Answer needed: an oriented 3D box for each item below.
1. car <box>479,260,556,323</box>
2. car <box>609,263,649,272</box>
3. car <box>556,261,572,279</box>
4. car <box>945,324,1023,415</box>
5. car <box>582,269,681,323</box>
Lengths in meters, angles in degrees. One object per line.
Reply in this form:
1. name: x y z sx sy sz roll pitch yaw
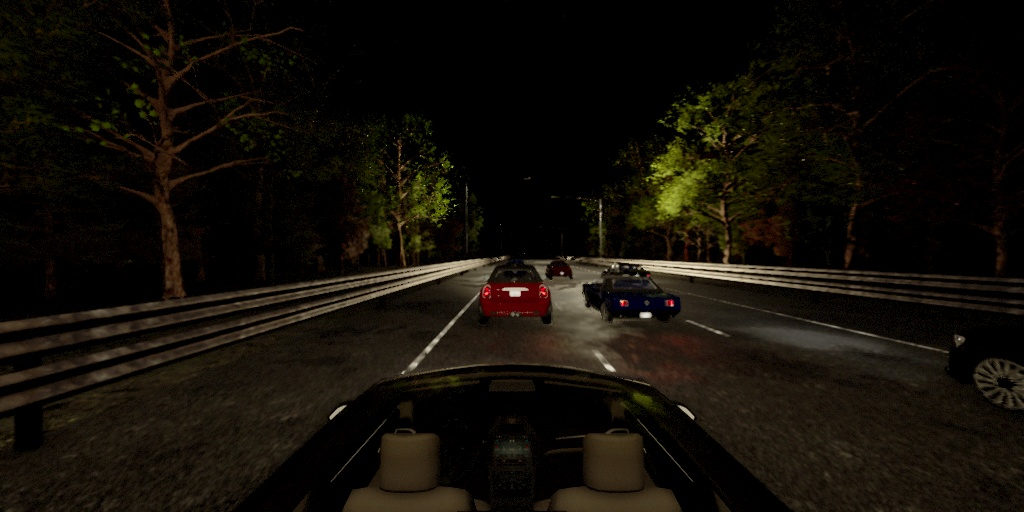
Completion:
1. car: 0.105 1.053 12.046 2.097 1.767 4.553 0 0 0
2. car: 7.223 1.161 22.954 2.033 1.411 5.357 0 0 1
3. car: 3.823 1.124 29.472 1.812 1.442 4.674 0 0 1
4. car: 7.047 1.201 2.994 2.128 1.511 4.902 0 0 0
5. car: 3.602 1.286 11.816 1.895 1.301 4.718 0 0 0
